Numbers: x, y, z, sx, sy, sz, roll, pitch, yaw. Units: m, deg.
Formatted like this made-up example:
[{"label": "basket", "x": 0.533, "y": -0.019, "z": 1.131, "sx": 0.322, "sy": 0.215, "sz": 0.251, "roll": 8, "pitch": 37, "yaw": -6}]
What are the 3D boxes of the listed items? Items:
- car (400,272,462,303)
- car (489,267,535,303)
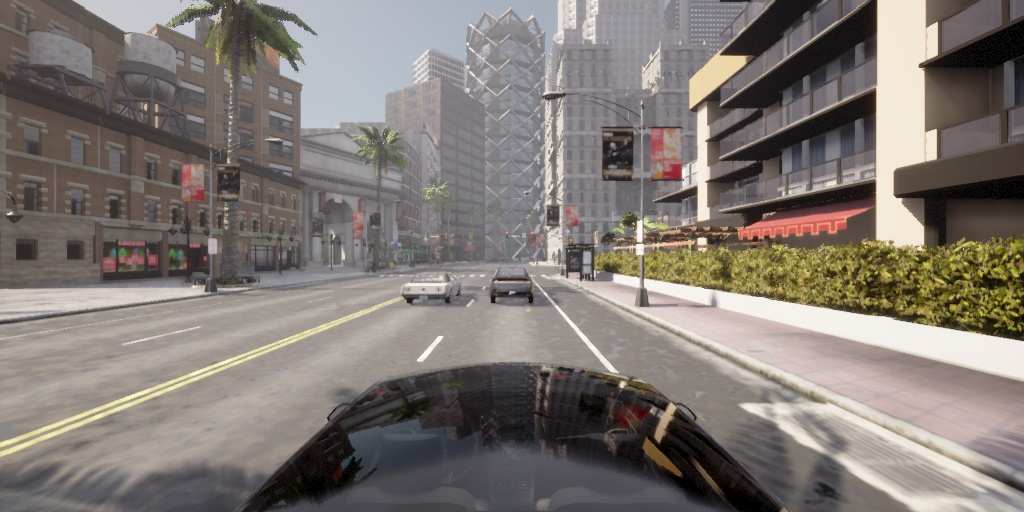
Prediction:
[{"label": "car", "x": -3.500, "y": 1.363, "z": 16.468, "sx": 1.895, "sy": 1.301, "sz": 4.718, "roll": 0, "pitch": 0, "yaw": 0}, {"label": "car", "x": 0.000, "y": 1.242, "z": 16.438, "sx": 2.128, "sy": 1.511, "sz": 4.902, "roll": 0, "pitch": 0, "yaw": 0}]
